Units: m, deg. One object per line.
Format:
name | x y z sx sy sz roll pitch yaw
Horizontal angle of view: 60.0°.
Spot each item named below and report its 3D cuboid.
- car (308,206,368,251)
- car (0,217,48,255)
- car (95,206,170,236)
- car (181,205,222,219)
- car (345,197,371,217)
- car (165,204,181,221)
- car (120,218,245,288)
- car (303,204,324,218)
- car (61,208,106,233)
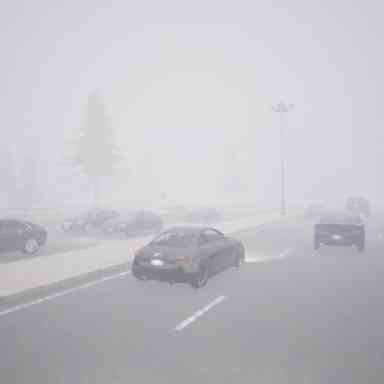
car | 6.690 1.607 14.937 1.882 1.535 5.008 -1 -1 28
car | -7.823 1.759 12.453 1.837 1.490 4.892 -1 -1 28
car | -3.515 1.843 20.650 1.812 1.442 4.674 -1 -1 28
car | 1.112 1.948 29.381 1.994 1.385 4.181 -1 -1 28
car | 17.153 1.501 34.483 2.150 2.045 5.566 -1 -1 29
car | -1.889 1.919 31.193 1.882 1.535 5.008 -1 -1 29
car | 0.079 1.697 9.855 1.994 1.385 4.181 -1 -1 28
car | 12.592 1.880 33.593 1.994 1.385 4.181 -1 -1 30
car | -6.514 1.866 22.470 2.128 1.511 4.902 -1 -1 28
